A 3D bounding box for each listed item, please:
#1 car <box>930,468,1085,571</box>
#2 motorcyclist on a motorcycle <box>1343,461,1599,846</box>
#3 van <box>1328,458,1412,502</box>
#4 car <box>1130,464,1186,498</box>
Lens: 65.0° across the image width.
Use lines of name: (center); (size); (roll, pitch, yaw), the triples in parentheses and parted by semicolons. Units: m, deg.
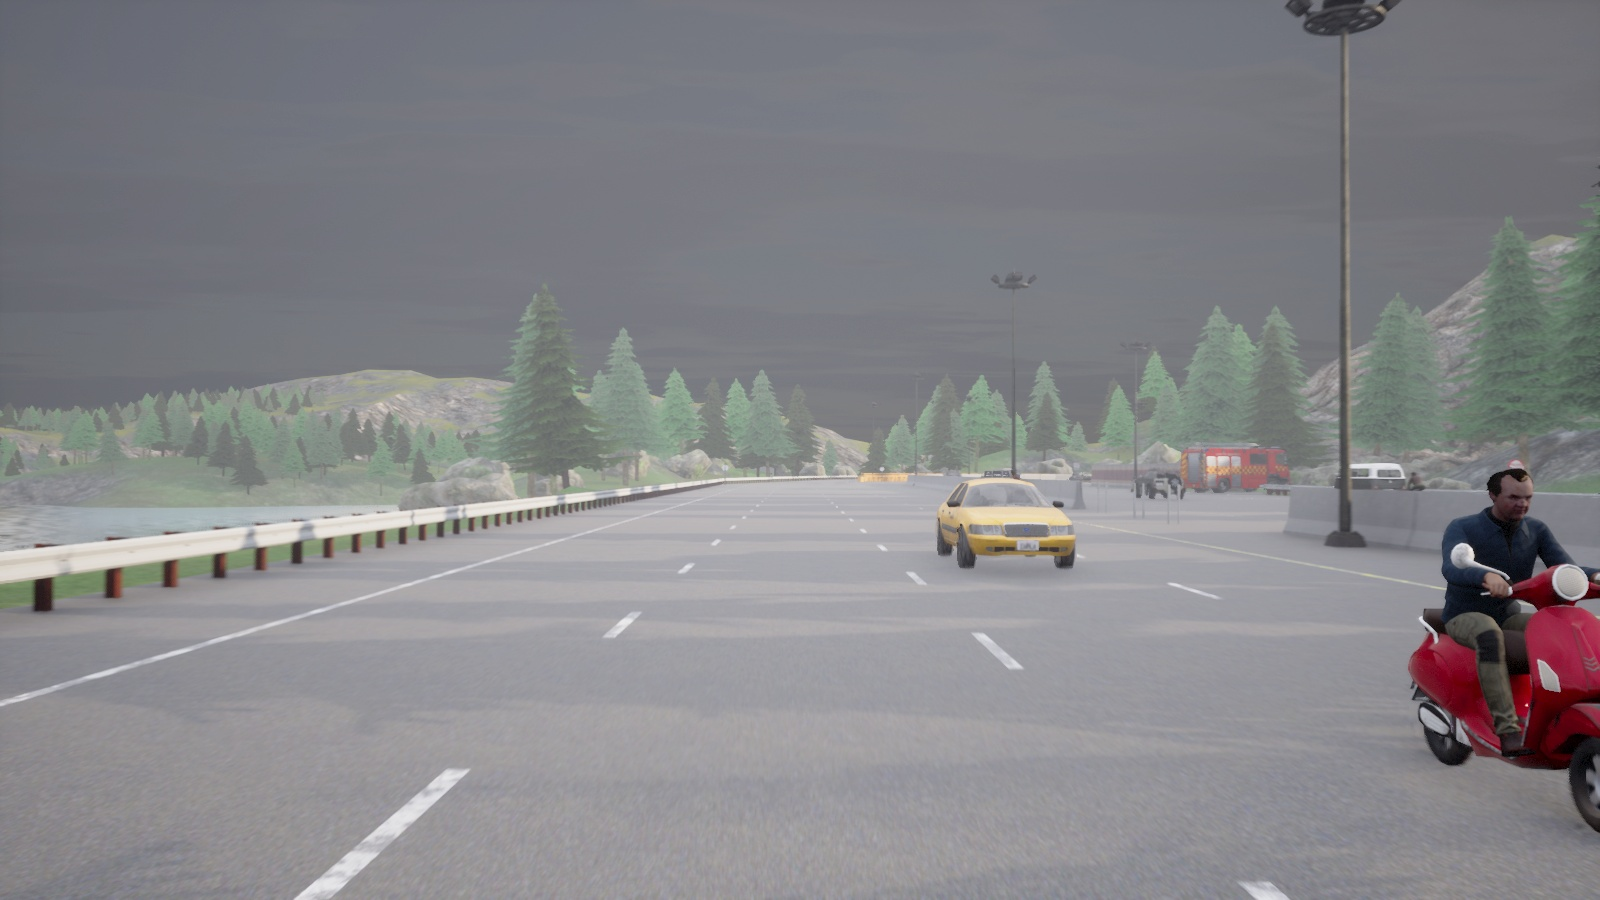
car: (3.448, 1.104, 21.864); (1.801, 1.575, 5.366); (0, -1, 0)
motorcyclist on a motorcycle: (3.485, 0.856, 6.122); (0.866, 1.590, 1.817); (0, -1, 0)
van: (27.854, 1.453, 61.540); (2.069, 2.038, 4.480); (0, -1, 0)
car: (20.826, 1.771, 73.212); (1.932, 1.855, 4.605); (0, 0, 0)
